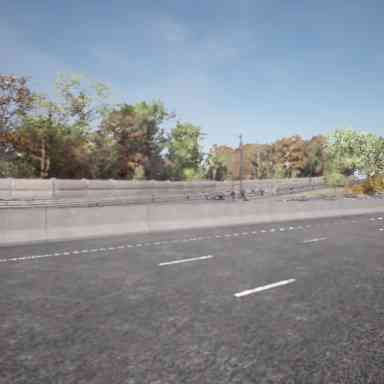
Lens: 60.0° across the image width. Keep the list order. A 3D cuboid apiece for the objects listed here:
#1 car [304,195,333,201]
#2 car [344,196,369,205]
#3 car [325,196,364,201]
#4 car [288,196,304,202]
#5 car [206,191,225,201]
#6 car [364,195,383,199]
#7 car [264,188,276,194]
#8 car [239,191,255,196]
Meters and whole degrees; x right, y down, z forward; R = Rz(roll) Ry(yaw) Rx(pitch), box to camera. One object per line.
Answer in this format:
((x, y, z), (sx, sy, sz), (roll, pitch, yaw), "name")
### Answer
((17.540, 1.205, 44.571), (4.553, 1.767, 2.097), (0, 0, -38), "car")
((28.438, 1.441, 57.444), (4.718, 1.301, 1.895), (0, 0, -38), "car")
((18.934, 1.473, 41.231), (4.718, 1.301, 1.895), (0, 0, -38), "car")
((15.697, 1.326, 47.570), (4.902, 1.511, 2.128), (0, 0, -38), "car")
((3.938, 0.690, 55.133), (1.837, 1.490, 4.892), (0, 1, 28), "car")
((30.621, 1.211, 54.718), (4.553, 1.767, 2.097), (0, 0, -37), "car")
((19.281, -0.147, 81.649), (1.812, 1.442, 4.674), (0, 3, 32), "car")
((11.261, 0.488, 68.410), (1.895, 1.301, 4.718), (0, 2, 30), "car")
